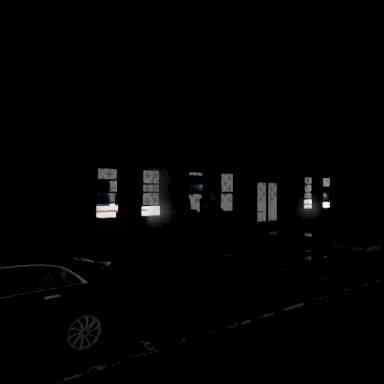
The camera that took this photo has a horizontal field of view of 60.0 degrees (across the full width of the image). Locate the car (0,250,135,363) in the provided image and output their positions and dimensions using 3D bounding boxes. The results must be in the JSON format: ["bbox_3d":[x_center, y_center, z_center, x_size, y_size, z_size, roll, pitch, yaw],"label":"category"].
[{"bbox_3d":[-2.943,1.551,4.459,4.403,1.369,2.008,0,0,-35],"label":"car"}]

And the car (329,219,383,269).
[{"bbox_3d":[6.331,1.591,11.062,4.206,1.307,1.802,0,0,-35],"label":"car"}]
